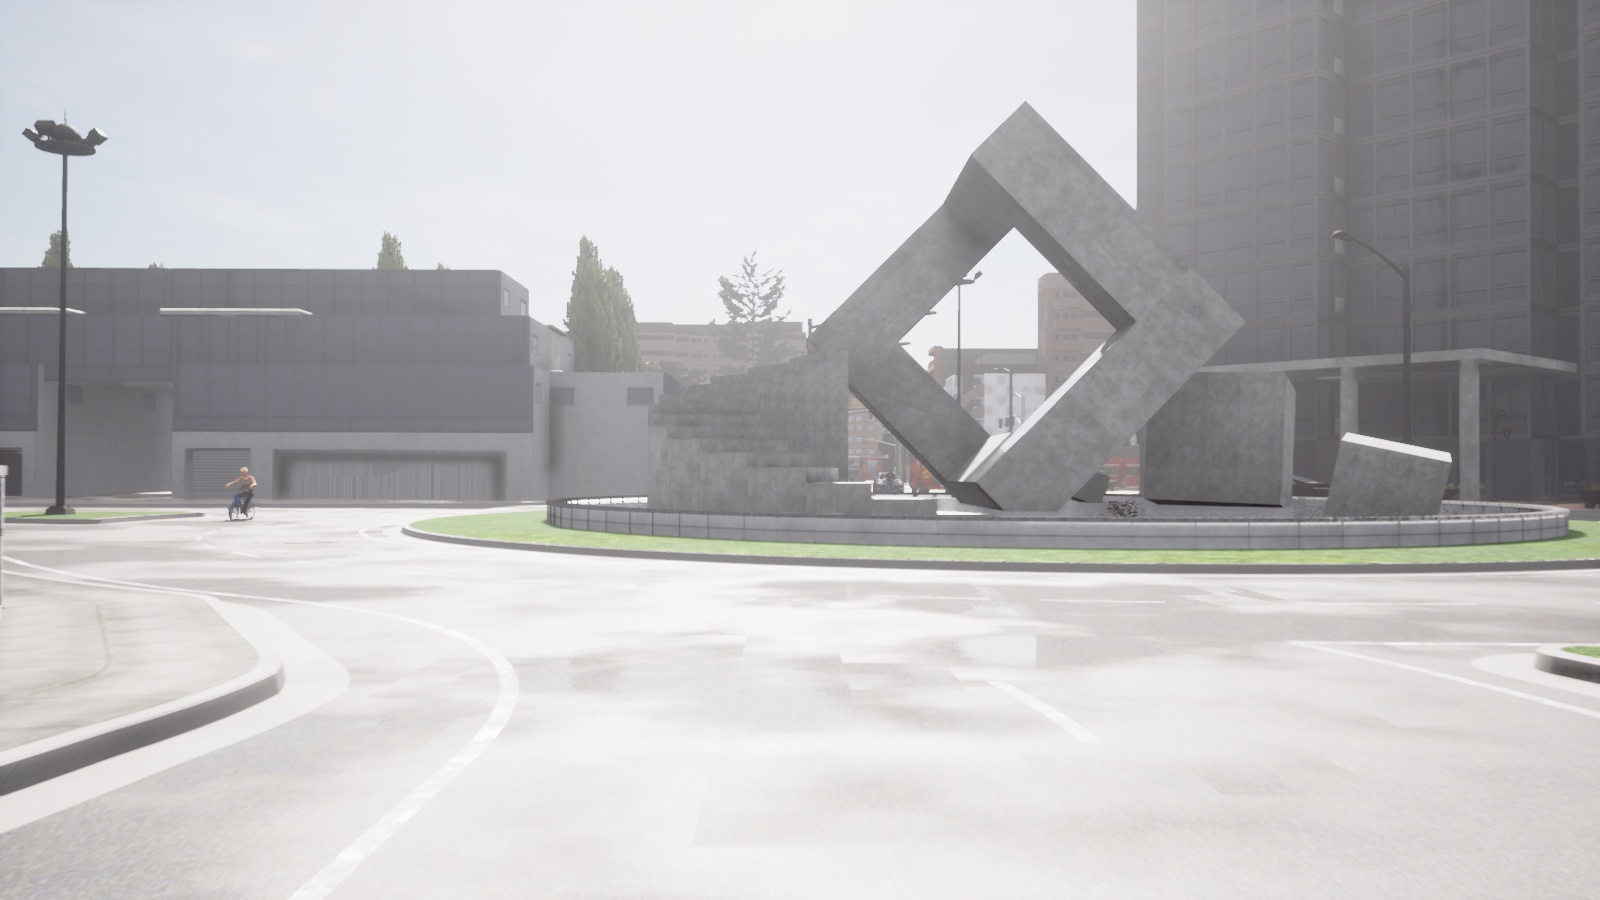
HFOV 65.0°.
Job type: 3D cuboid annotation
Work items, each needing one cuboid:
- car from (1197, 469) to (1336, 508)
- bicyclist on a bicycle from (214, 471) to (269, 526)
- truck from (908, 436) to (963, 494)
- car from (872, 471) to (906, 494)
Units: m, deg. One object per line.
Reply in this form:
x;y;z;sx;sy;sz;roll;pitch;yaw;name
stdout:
19.147;1.558;51.698;4.902;1.511;2.128;-1;-1;44;car
-16.808;1.453;37.828;0.866;1.612;1.509;1;-1;4;bicyclist on a bicycle
9.324;1.070;87.069;2.891;3.827;8.468;0;-1;0;truck
5.850;2.148;83.164;1.970;1.475;3.806;0;-1;0;car
